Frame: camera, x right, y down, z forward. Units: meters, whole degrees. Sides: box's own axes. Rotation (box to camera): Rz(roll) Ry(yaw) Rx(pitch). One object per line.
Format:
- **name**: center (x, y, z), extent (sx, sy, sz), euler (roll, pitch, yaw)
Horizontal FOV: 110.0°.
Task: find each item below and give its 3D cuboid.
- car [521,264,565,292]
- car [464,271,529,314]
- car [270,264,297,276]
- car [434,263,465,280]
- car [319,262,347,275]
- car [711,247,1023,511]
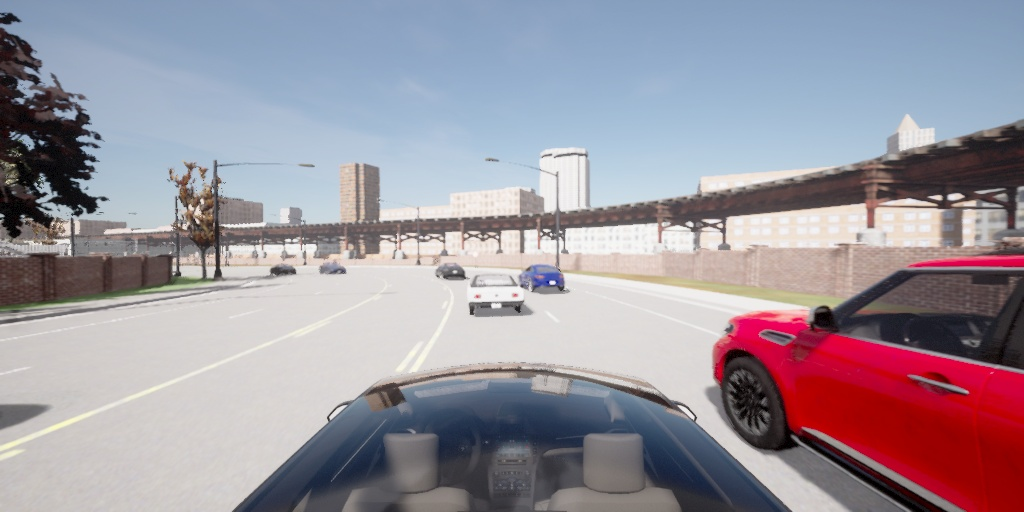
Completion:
- **car**: center (1.600, 1.185, 20.410), extent (1.812, 1.442, 4.674), euler (-1, 0, -11)
- **car**: center (-0.772, 1.314, 13.782), extent (1.895, 1.301, 4.718), euler (-1, 0, -7)
- **car**: center (-28.197, 1.651, 44.159), extent (4.181, 1.385, 1.994), euler (-1, 1, 40)
- **car**: center (-5.412, 1.260, 30.951), extent (1.994, 1.385, 4.181), euler (-1, 0, -23)
- **car**: center (-21.332, 1.479, 42.526), extent (2.033, 1.411, 5.357), euler (-2, 1, -42)
- **car**: center (3.517, 0.944, 1.998), extent (2.150, 2.045, 5.566), euler (0, 0, 0)
